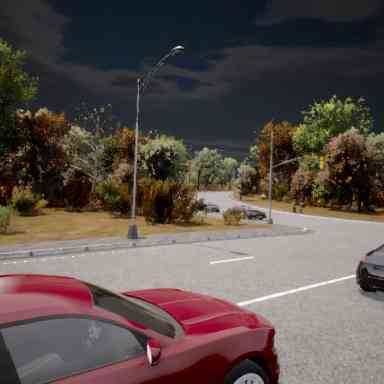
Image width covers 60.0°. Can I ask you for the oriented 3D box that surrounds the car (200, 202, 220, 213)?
[{"bbox_3d":[2.338,2.069,45.394,1.994,1.385,4.181,3,0,-18],"label":"car"}]

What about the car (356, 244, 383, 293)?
[{"bbox_3d":[5.777,1.665,7.922,4.181,1.385,1.994,1,-1,-35],"label":"car"}]

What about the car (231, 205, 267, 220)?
[{"bbox_3d":[5.798,2.179,36.053,2.033,1.411,5.357,3,-1,-26],"label":"car"}]

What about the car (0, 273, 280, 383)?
[{"bbox_3d":[-1.371,1.479,2.768,5.008,1.535,1.882,0,0,-36],"label":"car"}]
